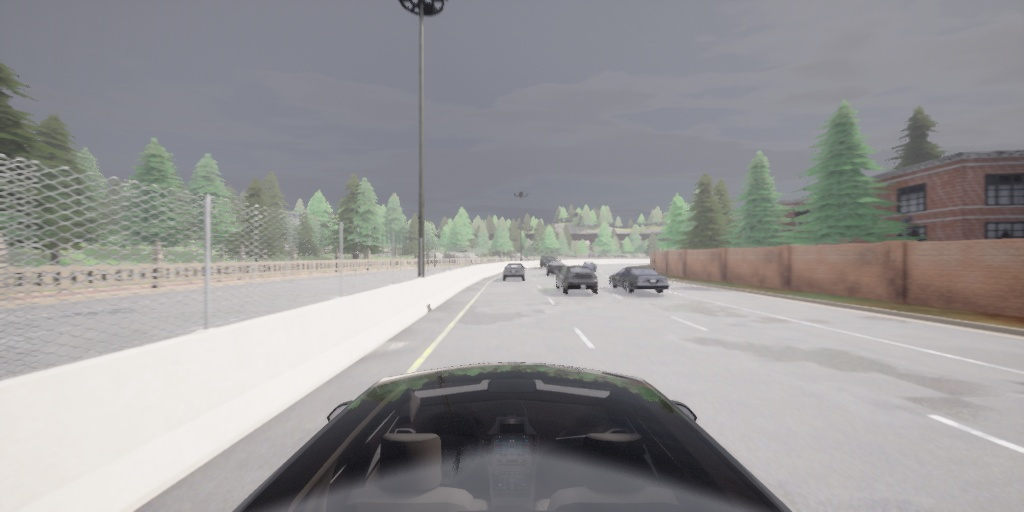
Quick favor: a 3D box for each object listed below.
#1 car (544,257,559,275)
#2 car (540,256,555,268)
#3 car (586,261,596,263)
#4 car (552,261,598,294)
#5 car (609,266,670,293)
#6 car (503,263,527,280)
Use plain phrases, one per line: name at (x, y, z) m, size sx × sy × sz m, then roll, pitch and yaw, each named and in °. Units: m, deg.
car at (4.702, 1.238, 38.571) m, size 1.882 × 1.535 × 5.008 m, roll 0°, pitch 0°, yaw 7°
car at (6.397, 0.990, 60.406) m, size 2.150 × 2.045 × 5.566 m, roll -1°, pitch 0°, yaw 23°
car at (10.354, 1.328, 48.192) m, size 1.994 × 1.385 × 4.181 m, roll 0°, pitch 0°, yaw 17°
car at (3.609, 1.262, 20.515) m, size 1.837 × 1.490 × 4.892 m, roll 0°, pitch 1°, yaw 0°
car at (7.103, 1.303, 20.554) m, size 2.033 × 1.411 × 5.357 m, roll 0°, pitch 0°, yaw 0°
car at (0.273, 1.306, 31.357) m, size 2.033 × 1.411 × 5.357 m, roll 0°, pitch 0°, yaw 3°
